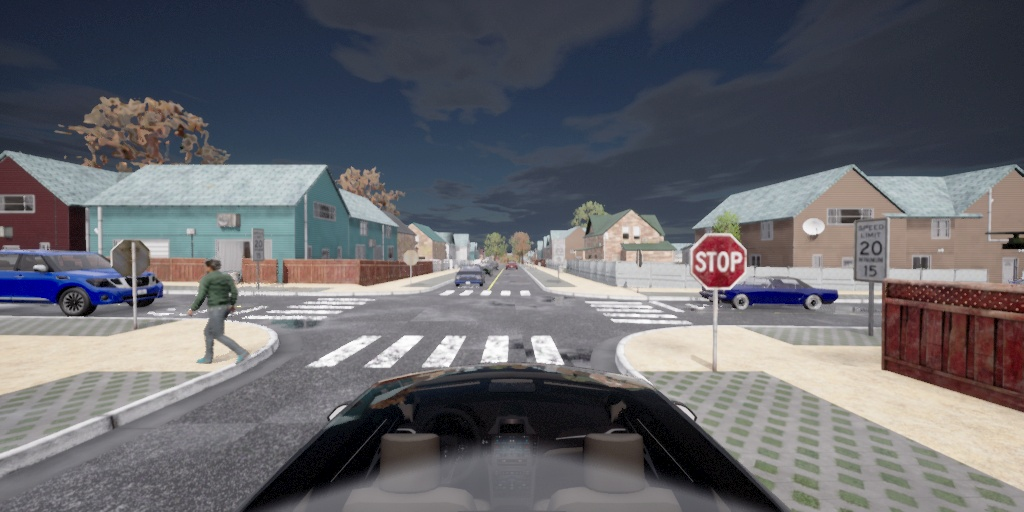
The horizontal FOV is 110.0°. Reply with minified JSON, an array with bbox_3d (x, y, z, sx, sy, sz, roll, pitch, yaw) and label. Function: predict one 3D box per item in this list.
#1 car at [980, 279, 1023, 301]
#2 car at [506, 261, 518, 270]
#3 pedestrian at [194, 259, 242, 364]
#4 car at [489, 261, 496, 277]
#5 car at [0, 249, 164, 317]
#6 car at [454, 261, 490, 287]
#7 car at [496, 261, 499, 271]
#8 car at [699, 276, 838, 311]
[{"bbox_3d":[22.801,1.539,14.975,5.008,1.535,1.882,1,1,0],"label":"car"},{"bbox_3d":[-0.042,1.460,56.852,1.812,1.442,4.674,0,0,0],"label":"car"},{"bbox_3d":[-4.950,0.891,6.039,0.375,1.860,0.375,-1,1,0],"label":"pedestrian"},{"bbox_3d":[-2.874,1.406,35.598,1.895,1.301,4.718,0,0,0],"label":"car"},{"bbox_3d":[-15.125,0.817,11.970,5.566,2.045,2.150,1,1,0],"label":"car"},{"bbox_3d":[-2.837,1.320,25.275,2.033,1.411,5.357,0,0,-1],"label":"car"},{"bbox_3d":[-2.866,1.397,51.198,1.837,1.490,4.892,0,-1,0],"label":"car"},{"bbox_3d":[10.479,1.492,14.925,4.718,1.301,1.895,1,1,-1],"label":"car"}]
